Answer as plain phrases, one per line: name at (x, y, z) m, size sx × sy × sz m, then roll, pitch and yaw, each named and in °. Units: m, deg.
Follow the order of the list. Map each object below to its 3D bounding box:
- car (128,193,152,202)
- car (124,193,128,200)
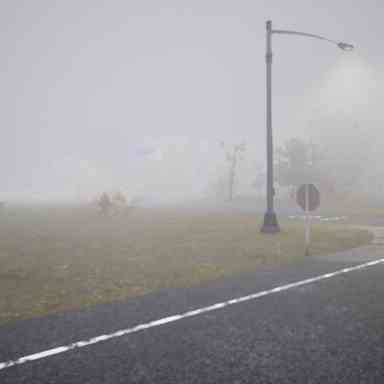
car at (-8.527, 0.918, 56.734) m, size 2.128 × 1.511 × 4.902 m, roll -1°, pitch 1°, yaw -33°
car at (-12.835, 0.882, 63.186) m, size 1.882 × 1.535 × 5.008 m, roll -1°, pitch 1°, yaw -33°
